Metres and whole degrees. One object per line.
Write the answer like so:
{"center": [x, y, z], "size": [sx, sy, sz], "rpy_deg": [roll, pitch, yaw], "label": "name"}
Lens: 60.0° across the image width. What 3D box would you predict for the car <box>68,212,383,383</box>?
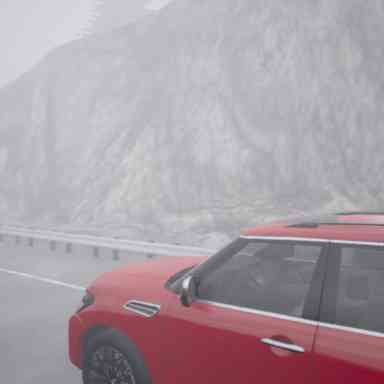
{"center": [1.277, 1.213, 2.987], "size": [5.566, 2.045, 2.150], "rpy_deg": [0, 0, 35], "label": "car"}
